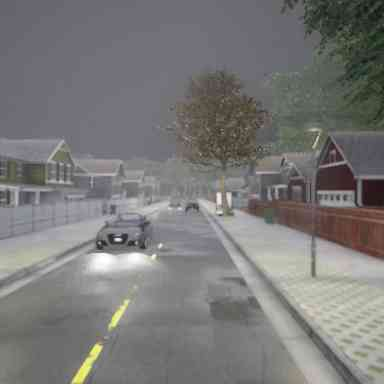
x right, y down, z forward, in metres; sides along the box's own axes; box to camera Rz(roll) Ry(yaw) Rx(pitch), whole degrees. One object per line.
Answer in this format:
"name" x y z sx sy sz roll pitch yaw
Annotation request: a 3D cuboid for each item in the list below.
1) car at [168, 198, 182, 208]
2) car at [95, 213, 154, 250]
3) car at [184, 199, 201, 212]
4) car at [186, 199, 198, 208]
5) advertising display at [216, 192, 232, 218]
"car" -2.778 1.867 55.446 1.837 1.490 4.892 0 0 0
"car" -2.839 1.650 14.737 1.994 1.385 4.181 0 0 0
"car" 0.058 1.787 44.058 1.837 1.490 4.892 0 0 1
"car" 0.034 1.870 55.691 1.837 1.490 4.892 0 0 0
"advertising display" 3.037 1.220 31.575 1.540 2.440 0.280 0 0 0
